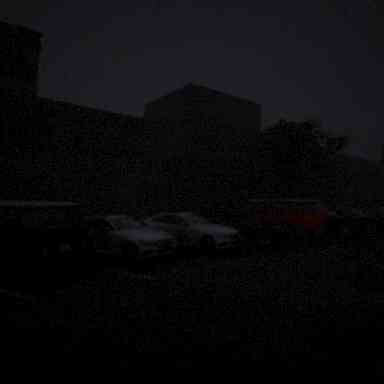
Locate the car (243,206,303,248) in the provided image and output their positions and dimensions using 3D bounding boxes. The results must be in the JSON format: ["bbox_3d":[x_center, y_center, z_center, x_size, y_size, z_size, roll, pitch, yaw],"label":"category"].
[{"bbox_3d":[2.152,1.535,15.074,4.792,1.488,2.163,-1,-1,35],"label":"car"}]

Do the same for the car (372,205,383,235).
[{"bbox_3d":[9.300,1.671,20.166,4.892,1.521,2.231,0,-2,35],"label":"car"}]

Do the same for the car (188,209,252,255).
[{"bbox_3d":[-0.259,1.528,13.402,4.674,1.452,2.002,-1,-1,35],"label":"car"}]

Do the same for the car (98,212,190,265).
[{"bbox_3d":[-2.654,1.518,11.700,4.674,1.452,2.002,-1,-1,35],"label":"car"}]

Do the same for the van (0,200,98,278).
[{"bbox_3d":[-5.142,1.249,10.062,4.442,1.987,1.878,-1,0,35],"label":"van"}]

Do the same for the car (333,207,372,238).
[{"bbox_3d":[6.908,1.595,18.481,5.008,1.535,2.097,-1,-2,35],"label":"car"}]

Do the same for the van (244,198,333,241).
[{"bbox_3d":[4.424,1.316,16.854,4.442,1.987,1.878,-1,-1,35],"label":"van"}]
